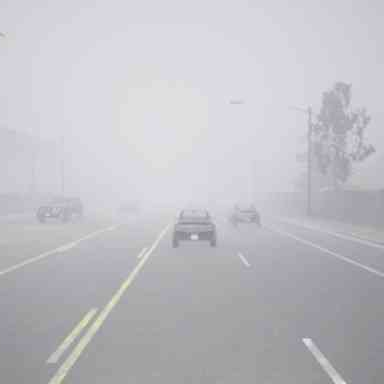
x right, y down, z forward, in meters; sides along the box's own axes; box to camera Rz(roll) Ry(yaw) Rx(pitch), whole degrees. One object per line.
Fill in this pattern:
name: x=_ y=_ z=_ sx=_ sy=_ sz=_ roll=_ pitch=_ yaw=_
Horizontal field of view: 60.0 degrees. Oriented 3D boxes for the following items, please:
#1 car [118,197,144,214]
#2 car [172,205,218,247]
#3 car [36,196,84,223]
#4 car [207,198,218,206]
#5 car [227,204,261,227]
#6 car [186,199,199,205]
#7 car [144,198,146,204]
car: x=-7.054 y=1.658 z=37.974 sx=1.882 sy=1.535 sz=5.008 roll=0 pitch=0 yaw=0
car: x=0.102 y=1.566 z=15.459 sx=2.128 sy=1.511 sz=4.902 roll=0 pitch=0 yaw=0
car: x=-10.584 y=1.354 z=27.192 sx=2.150 sy=2.045 sz=5.566 roll=0 pitch=-1 yaw=0
car: x=3.602 y=1.825 z=58.506 sx=2.033 sy=1.411 sz=5.357 roll=0 pitch=0 yaw=0
car: x=3.602 y=1.604 z=23.643 sx=2.128 sy=1.511 sz=4.902 roll=0 pitch=0 yaw=0
car: x=0.102 y=1.760 z=49.330 sx=1.812 sy=1.442 sz=4.674 roll=0 pitch=0 yaw=0
car: x=-10.498 y=1.758 z=67.598 sx=2.128 sy=1.511 sz=4.902 roll=0 pitch=0 yaw=0
